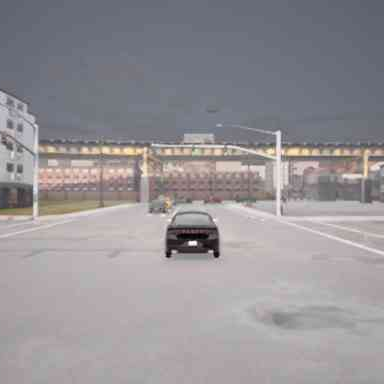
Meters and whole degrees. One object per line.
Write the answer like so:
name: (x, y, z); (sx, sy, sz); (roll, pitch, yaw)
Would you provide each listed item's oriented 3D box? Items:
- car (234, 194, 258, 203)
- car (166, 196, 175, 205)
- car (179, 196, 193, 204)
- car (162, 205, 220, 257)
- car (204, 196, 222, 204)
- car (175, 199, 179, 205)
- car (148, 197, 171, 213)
car: (12.408, 1.478, 76.388); (5.566, 2.045, 2.150); (0, 0, -24)
car: (-3.847, 1.606, 47.245); (1.882, 1.535, 5.008); (0, 0, 0)
car: (-1.507, 1.544, 67.159); (2.097, 1.767, 4.553); (0, 0, 23)
car: (0.007, 1.484, 13.060); (1.882, 1.535, 5.008); (0, 0, 0)
car: (4.474, 1.571, 70.151); (2.097, 1.767, 4.553); (0, 0, 39)
car: (-3.843, 1.510, 57.298); (2.097, 1.767, 4.553); (0, 0, 2)
car: (-3.814, 1.607, 38.032); (1.837, 1.490, 4.892); (0, 0, 0)
